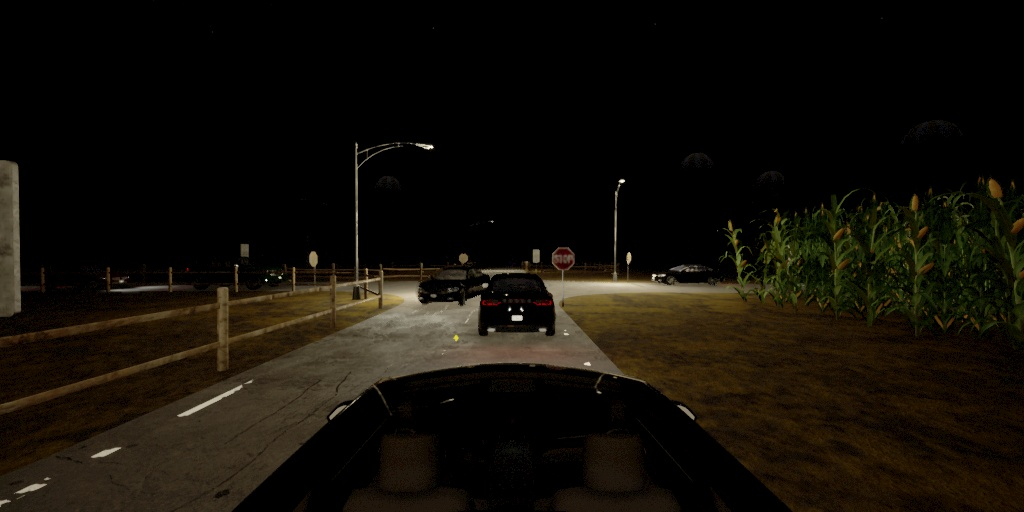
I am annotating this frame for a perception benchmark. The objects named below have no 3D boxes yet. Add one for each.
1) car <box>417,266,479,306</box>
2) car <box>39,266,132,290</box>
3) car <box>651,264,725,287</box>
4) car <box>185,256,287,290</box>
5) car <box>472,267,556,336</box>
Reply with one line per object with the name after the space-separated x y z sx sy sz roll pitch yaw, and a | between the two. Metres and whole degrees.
-2.465 1.248 16.098 1.882 1.535 5.008 -1 0 13 | car
-27.533 1.377 23.158 4.674 1.442 1.812 0 1 0 | car
12.650 1.362 25.862 4.902 1.511 2.128 0 1 0 | car
-17.703 1.044 23.093 5.566 2.045 2.150 0 1 0 | car
0.119 1.235 10.456 1.882 1.535 5.008 0 0 0 | car
